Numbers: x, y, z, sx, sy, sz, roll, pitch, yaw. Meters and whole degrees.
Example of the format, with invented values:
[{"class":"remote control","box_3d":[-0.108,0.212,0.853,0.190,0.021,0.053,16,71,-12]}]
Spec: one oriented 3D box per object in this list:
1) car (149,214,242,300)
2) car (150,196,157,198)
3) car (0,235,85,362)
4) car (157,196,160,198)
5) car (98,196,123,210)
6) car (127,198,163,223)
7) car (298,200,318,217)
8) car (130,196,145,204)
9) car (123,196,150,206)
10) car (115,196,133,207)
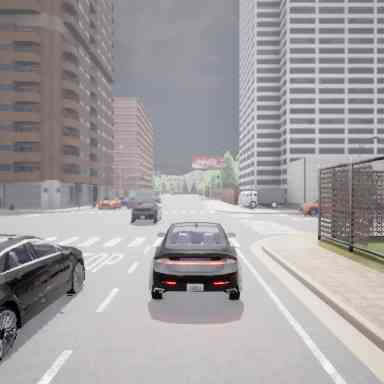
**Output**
[{"class":"car","box_3d":[0.107,1.492,8.364,2.128,1.511,4.902,0,0,1]},{"class":"car","box_3d":[-7.068,1.505,52.026,1.837,1.490,4.892,0,0,0]},{"class":"car","box_3d":[-3.397,1.491,5.817,2.128,1.511,4.902,0,0,0]},{"class":"car","box_3d":[-7.026,1.478,63.845,1.882,1.535,5.008,0,0,1]},{"class":"car","box_3d":[-10.571,1.352,42.903,2.097,1.767,4.553,0,0,0]},{"class":"car","box_3d":[-3.387,1.481,25.190,1.837,1.490,4.892,0,0,0]},{"class":"car","box_3d":[12.106,1.296,30.295,4.553,1.767,2.097,0,0,0]},{"class":"car","box_3d":[-10.515,1.477,64.561,1.882,1.535,5.008,0,0,1]},{"class":"car","box_3d":[-7.047,1.352,42.893,2.097,1.767,4.553,0,0,0]},{"class":"car","box_3d":[-10.566,1.477,52.127,1.882,1.535,5.008,0,0,0]}]
